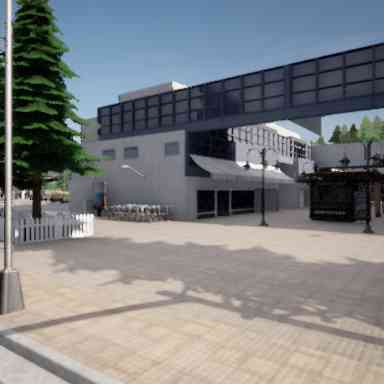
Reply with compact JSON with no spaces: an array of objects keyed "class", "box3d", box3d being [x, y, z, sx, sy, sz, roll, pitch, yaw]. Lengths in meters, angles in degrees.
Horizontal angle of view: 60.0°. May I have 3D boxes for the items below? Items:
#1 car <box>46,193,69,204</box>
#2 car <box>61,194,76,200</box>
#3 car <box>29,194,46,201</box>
[{"class":"car","box3d":[-21.590,1.025,54.931,4.605,1.855,1.932,0,0,36]},{"class":"car","box3d":[-31.764,1.251,85.596,3.806,1.475,1.970,0,0,36]},{"class":"car","box3d":[-32.795,1.199,70.985,4.514,1.523,2.007,0,0,36]}]
